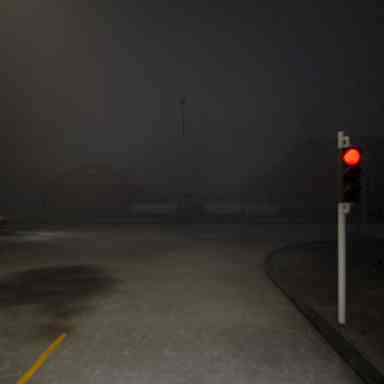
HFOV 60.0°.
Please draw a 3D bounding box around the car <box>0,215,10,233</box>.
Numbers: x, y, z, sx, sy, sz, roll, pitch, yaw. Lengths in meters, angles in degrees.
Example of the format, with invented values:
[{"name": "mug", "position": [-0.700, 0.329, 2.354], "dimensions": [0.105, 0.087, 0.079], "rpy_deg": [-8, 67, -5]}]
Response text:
[{"name": "car", "position": [-12.024, 1.455, 17.029], "dimensions": [5.008, 1.535, 1.882], "rpy_deg": [0, 0, 0]}]
